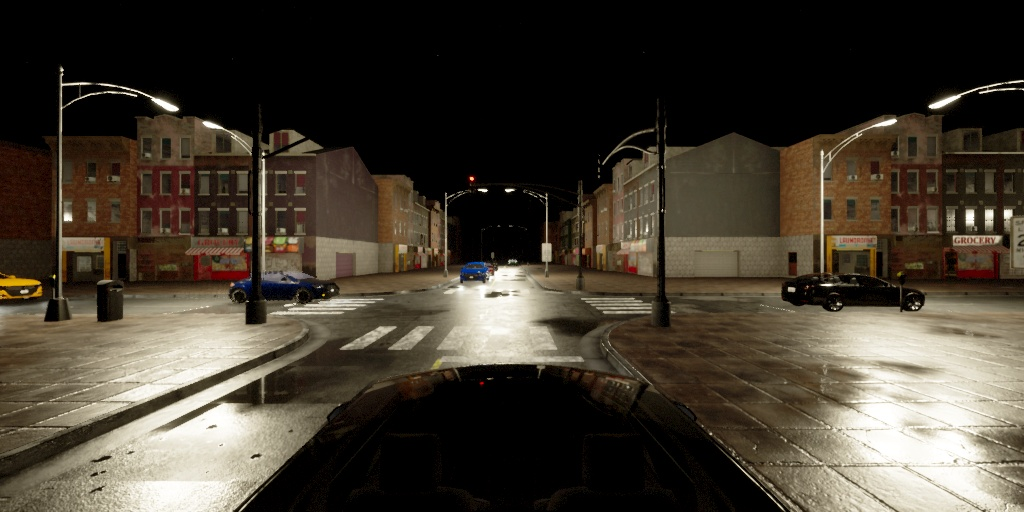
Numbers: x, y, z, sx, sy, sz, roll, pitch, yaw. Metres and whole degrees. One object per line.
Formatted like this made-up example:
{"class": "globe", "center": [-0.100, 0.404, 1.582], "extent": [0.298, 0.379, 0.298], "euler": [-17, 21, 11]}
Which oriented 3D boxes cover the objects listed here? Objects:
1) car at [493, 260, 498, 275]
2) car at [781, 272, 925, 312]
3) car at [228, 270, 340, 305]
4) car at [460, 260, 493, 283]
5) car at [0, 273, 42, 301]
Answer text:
{"class": "car", "center": [-2.832, 1.332, 37.871], "extent": [1.994, 1.385, 4.181], "euler": [0, 0, 0]}
{"class": "car", "center": [12.359, 1.266, 13.176], "extent": [4.313, 1.339, 1.948], "euler": [0, 0, 0]}
{"class": "car", "center": [-9.963, 1.340, 15.854], "extent": [4.181, 1.385, 1.994], "euler": [0, 0, -1]}
{"class": "car", "center": [-2.822, 1.238, 27.920], "extent": [1.882, 1.535, 5.008], "euler": [0, 0, 1]}
{"class": "car", "center": [-23.921, 1.302, 15.762], "extent": [5.008, 1.535, 1.882], "euler": [0, 0, 0]}
